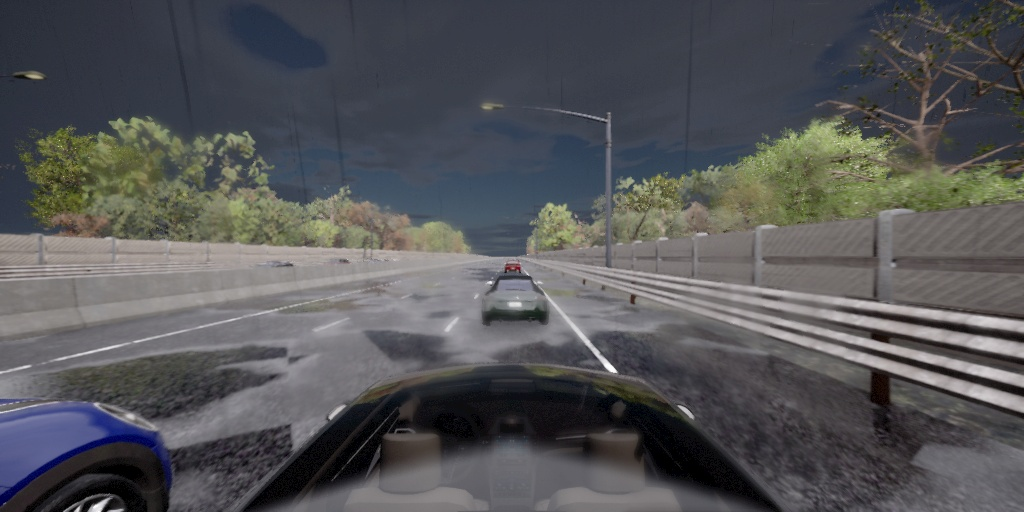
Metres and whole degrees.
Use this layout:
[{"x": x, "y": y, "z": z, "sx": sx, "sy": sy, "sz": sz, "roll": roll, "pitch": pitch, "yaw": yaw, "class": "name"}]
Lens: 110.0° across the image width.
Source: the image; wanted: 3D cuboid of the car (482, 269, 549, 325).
[{"x": 0.099, "y": 1.315, "z": 11.873, "sx": 1.994, "sy": 1.385, "sz": 4.181, "roll": 0, "pitch": 0, "yaw": 0, "class": "car"}]

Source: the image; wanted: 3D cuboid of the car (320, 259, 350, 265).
[{"x": -21.083, "y": 1.103, "z": 42.730, "sx": 2.097, "sy": 1.767, "sz": 4.553, "roll": 0, "pitch": 0, "yaw": 0, "class": "car"}]

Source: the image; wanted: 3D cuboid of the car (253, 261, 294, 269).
[{"x": -24.594, "y": 1.242, "z": 37.050, "sx": 2.128, "sy": 1.511, "sz": 4.902, "roll": 0, "pitch": 0, "yaw": 0, "class": "car"}]

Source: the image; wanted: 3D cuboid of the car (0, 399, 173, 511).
[{"x": -3.400, "y": 1.101, "z": 0.563, "sx": 2.097, "sy": 1.767, "sz": 4.553, "roll": 0, "pitch": 0, "yaw": 0, "class": "car"}]

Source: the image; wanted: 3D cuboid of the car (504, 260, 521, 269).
[{"x": 0.099, "y": 1.230, "z": 43.598, "sx": 1.882, "sy": 1.535, "sz": 5.008, "roll": 0, "pitch": 0, "yaw": 0, "class": "car"}]

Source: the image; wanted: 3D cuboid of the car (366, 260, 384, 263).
[{"x": -17.580, "y": 1.245, "z": 45.844, "sx": 2.128, "sy": 1.511, "sz": 4.902, "roll": 0, "pitch": 0, "yaw": 0, "class": "car"}]
